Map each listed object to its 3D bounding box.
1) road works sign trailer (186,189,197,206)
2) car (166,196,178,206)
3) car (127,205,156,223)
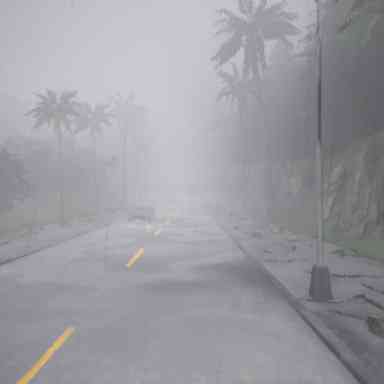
[{"bbox_3d":[-0.114,1.089,69.869,2.380,3.560,2.880,0,-1,0],"label":"road works sign trailer"},{"bbox_3d":[-4.113,1.781,69.324,2.150,2.045,5.566,0,-1,0],"label":"car"},{"bbox_3d":[-4.128,1.800,28.120,2.033,1.411,5.357,0,-1,0],"label":"car"}]
